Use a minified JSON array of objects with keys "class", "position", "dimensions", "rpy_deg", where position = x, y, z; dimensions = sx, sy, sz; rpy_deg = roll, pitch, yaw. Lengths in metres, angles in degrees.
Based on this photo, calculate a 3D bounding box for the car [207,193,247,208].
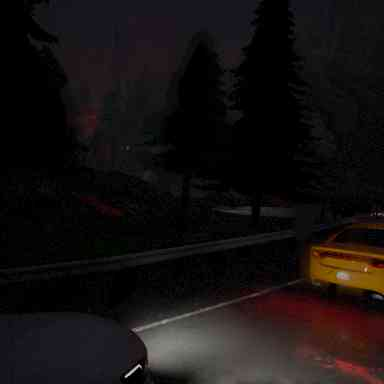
[{"class":"car","position":[4.481,1.206,47.238],"dimensions":[5.566,2.045,2.150],"rpy_deg":[0,0,34]}]

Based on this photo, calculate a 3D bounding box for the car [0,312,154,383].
[{"class":"car","position":[-2.504,1.526,2.223],"dimensions":[4.674,1.442,1.812],"rpy_deg":[0,0,-36]}]

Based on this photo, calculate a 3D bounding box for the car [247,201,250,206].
[{"class":"car","position":[6.333,1.476,50.216],"dimensions":[4.902,1.511,2.128],"rpy_deg":[0,0,34]}]

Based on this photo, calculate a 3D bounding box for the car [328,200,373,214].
[{"class":"car","position":[16.513,1.570,34.759],"dimensions":[4.181,1.385,1.994],"rpy_deg":[0,0,34]}]

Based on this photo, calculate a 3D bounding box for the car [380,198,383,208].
[{"class":"car","position":[19.316,1.511,28.601],"dimensions":[4.892,1.490,1.837],"rpy_deg":[0,0,34]}]

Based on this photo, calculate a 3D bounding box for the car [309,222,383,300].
[{"class":"car","position":[4.779,1.478,8.097],"dimensions":[5.008,1.535,1.882],"rpy_deg":[0,0,-42]}]

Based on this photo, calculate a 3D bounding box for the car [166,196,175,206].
[{"class":"car","position":[-0.551,1.516,46.448],"dimensions":[5.357,1.411,2.033],"rpy_deg":[0,0,35]}]

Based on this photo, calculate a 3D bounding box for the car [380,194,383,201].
[{"class":"car","position":[24.514,1.226,37.765],"dimensions":[5.566,2.045,2.150],"rpy_deg":[0,0,34]}]

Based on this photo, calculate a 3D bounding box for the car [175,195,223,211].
[{"class":"car","position":[0.812,1.478,41.270],"dimensions":[4.902,1.511,2.128],"rpy_deg":[0,0,34]}]
